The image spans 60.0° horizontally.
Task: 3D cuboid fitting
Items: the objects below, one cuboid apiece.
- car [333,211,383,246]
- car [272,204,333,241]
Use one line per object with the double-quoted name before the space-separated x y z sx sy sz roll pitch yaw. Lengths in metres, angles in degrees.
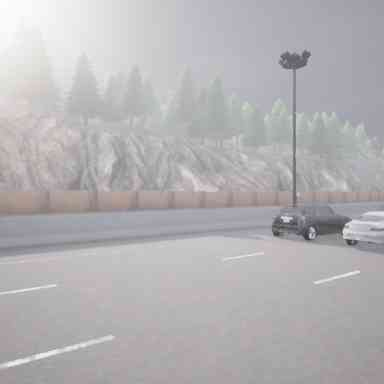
"car" 8.210 1.530 13.992 4.674 1.442 1.812 0 0 -35
"car" 6.183 1.363 16.845 4.553 1.767 2.097 0 0 -35
